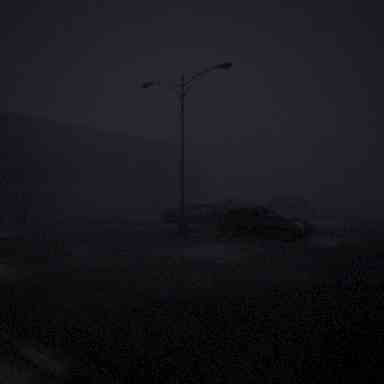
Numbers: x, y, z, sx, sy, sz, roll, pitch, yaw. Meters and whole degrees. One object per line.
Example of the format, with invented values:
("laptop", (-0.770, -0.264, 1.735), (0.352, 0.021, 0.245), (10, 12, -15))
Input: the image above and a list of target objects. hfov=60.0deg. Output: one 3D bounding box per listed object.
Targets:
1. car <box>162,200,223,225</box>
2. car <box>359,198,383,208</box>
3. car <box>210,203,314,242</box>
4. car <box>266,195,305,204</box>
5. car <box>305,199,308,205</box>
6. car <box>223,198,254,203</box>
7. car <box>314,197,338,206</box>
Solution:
("car", (-0.168, 1.421, 23.102), (3.806, 1.475, 1.970), (0, 0, 35))
("car", (27.205, 1.578, 49.937), (3.806, 1.475, 1.970), (0, 0, 35))
("car", (3.466, 1.489, 16.039), (4.514, 1.523, 2.007), (0, 0, 35))
("car", (10.674, 1.267, 38.965), (3.866, 1.878, 1.905), (0, 0, 35))
("car", (12.018, 1.287, 41.575), (4.605, 1.855, 1.932), (0, 0, 35))
("car", (3.278, 1.342, 28.526), (5.027, 1.636, 2.152), (0, 0, 35))
("car", (22.873, 1.565, 56.659), (3.633, 1.501, 1.845), (0, 0, 35))
